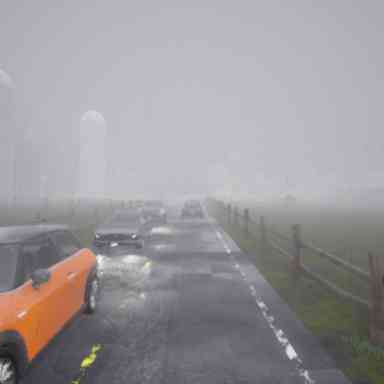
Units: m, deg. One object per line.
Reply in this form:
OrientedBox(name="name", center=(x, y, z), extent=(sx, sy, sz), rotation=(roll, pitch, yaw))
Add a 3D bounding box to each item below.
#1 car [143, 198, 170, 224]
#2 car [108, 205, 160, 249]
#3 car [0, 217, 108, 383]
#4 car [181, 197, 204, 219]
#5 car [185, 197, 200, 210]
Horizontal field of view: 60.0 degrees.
OrientedBox(name="car", center=(-2.788, 1.325, 24.628), extent=(2.097, 1.767, 4.553), rotation=(0, 0, 0))
OrientedBox(name="car", center=(-2.828, 1.530, 14.787), extent=(2.033, 1.411, 5.357), rotation=(0, 0, 0))
OrientedBox(name="car", center=(-2.836, 1.345, 4.551), extent=(2.097, 1.767, 4.553), rotation=(0, 0, 0))
OrientedBox(name="car", center=(0.040, 1.461, 28.744), extent=(2.128, 1.511, 4.902), rotation=(0, 0, 0))
OrientedBox(name="car", center=(0.099, 1.464, 44.287), extent=(1.837, 1.490, 4.892), rotation=(0, 0, 0))
